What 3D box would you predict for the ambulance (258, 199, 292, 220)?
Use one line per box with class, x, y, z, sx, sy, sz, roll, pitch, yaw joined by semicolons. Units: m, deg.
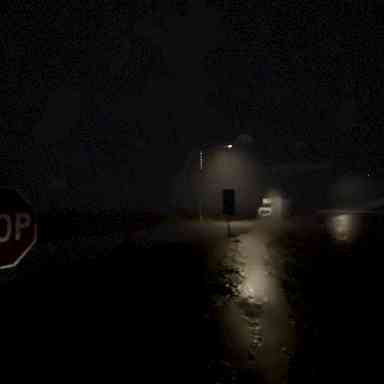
ambulance;10.173;2.075;40.697;2.351;2.431;6.366;0;-1;36
